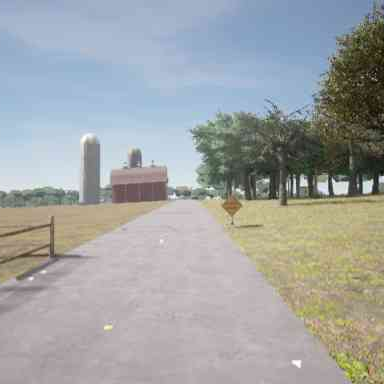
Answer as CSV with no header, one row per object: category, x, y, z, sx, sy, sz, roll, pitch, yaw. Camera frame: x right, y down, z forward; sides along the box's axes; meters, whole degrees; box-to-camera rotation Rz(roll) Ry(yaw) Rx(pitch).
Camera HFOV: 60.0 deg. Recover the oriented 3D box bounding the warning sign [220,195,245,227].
warning sign,2.426,1.110,20.177,1.300,1.860,1.060,-1,-2,0
